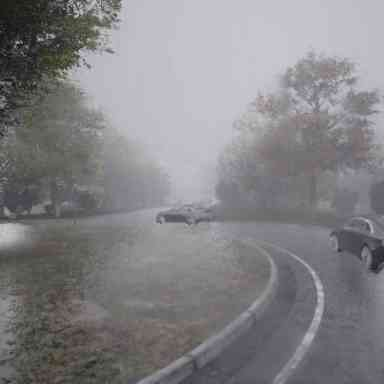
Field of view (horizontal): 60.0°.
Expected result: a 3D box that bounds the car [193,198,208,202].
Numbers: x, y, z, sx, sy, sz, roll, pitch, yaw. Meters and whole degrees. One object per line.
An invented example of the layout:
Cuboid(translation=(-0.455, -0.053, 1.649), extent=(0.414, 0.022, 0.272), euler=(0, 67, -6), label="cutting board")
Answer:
Cuboid(translation=(1.237, 2.065, 63.568), extent=(2.033, 1.411, 5.357), euler=(-1, 0, 10), label="car")

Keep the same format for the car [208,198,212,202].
Cuboid(translation=(3.720, 1.981, 77.809), extent=(1.994, 1.385, 4.181), euler=(-1, 0, 10), label="car")

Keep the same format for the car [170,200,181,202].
Cuboid(translation=(-3.009, 2.103, 59.977), extent=(2.033, 1.411, 5.357), euler=(-1, 0, 11), label="car")

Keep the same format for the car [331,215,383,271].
Cuboid(translation=(6.034, 1.492, 10.807), extent=(2.128, 1.511, 4.902), euler=(-1, 0, 6), label="car")

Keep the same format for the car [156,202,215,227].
Cuboid(translation=(-0.566, 1.717, 24.942), extent=(4.902, 1.511, 2.128), euler=(-1, -1, 38), label="car")
